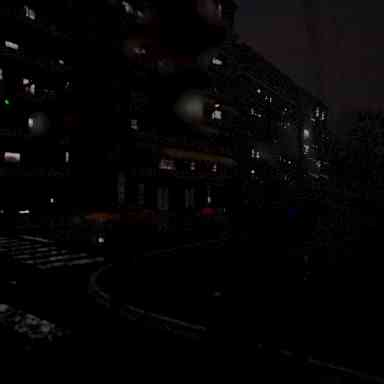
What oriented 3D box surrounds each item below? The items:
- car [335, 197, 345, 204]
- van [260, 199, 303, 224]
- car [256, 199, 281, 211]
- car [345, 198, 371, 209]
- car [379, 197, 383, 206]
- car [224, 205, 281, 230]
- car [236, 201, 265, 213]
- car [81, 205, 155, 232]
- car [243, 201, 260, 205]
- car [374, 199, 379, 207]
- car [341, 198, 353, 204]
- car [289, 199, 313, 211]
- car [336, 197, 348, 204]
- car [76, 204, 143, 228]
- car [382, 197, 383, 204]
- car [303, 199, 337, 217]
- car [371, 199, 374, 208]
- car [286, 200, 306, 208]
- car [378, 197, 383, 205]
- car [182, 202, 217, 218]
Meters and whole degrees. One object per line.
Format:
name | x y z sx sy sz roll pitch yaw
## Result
car | 33.613 2.171 77.215 1.947 1.339 4.313 1 0 36
van | 7.527 1.644 27.695 1.690 1.788 3.998 1 0 36
car | 10.634 1.737 46.036 1.967 1.590 4.097 1 0 36
car | 27.224 1.888 54.421 2.192 1.841 5.009 1 0 36
car | 37.070 2.249 67.783 1.887 1.381 4.507 1 0 36
car | 4.241 1.823 23.241 1.947 1.339 4.313 1 0 36
car | 7.350 1.834 41.582 1.802 1.307 4.206 1 0 36
car | -4.494 1.580 21.153 1.882 1.535 5.008 1 0 37
car | 5.050 1.740 34.085 1.837 1.490 4.892 1 0 36
car | 33.788 2.101 63.329 1.967 1.590 4.097 1 0 36
car | 40.078 2.215 85.987 1.752 1.417 4.829 1 0 36
car | 16.022 1.907 48.811 1.882 1.535 5.008 1 0 36
car | 36.897 2.088 81.670 1.967 1.590 4.097 1 0 36
car | -5.782 1.620 23.765 2.008 1.369 4.403 1 0 36
car | 40.353 2.298 72.238 2.008 1.369 4.403 1 0 36
car | 14.092 1.834 36.604 1.967 1.590 4.097 1 0 36
car | 30.504 2.199 58.874 1.802 1.307 4.206 1 0 36
car | 17.198 1.969 54.945 1.802 1.307 4.206 1 0 36
car | 46.923 2.148 81.146 2.192 1.841 5.009 1 0 36
car | 0.784 1.706 32.673 1.887 1.381 4.507 1 0 36
